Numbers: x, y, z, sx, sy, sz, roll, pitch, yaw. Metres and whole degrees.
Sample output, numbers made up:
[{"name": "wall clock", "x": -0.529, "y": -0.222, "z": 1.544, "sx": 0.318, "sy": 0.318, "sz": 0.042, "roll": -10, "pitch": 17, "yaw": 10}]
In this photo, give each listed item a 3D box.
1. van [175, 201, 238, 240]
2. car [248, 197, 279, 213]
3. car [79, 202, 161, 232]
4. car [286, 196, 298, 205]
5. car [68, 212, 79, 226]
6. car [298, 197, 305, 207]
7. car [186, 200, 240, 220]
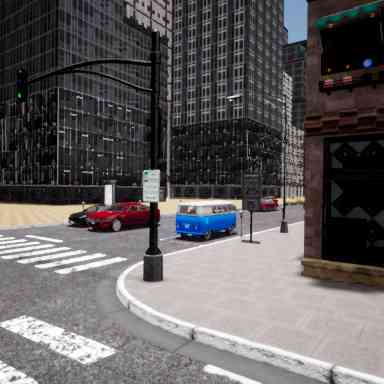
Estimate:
[{"name": "van", "x": 0.845, "y": 1.368, "z": 17.027, "sx": 1.690, "sy": 1.788, "sz": 3.998, "roll": 1, "pitch": 1, "yaw": 35}, {"name": "car", "x": 7.775, "y": 1.505, "z": 36.703, "sx": 1.895, "sy": 1.301, "sz": 4.718, "roll": 1, "pitch": 1, "yaw": 36}, {"name": "car", "x": -3.993, "y": 1.418, "z": 20.215, "sx": 1.882, "sy": 1.535, "sz": 5.008, "roll": 1, "pitch": 1, "yaw": 34}, {"name": "car", "x": 16.414, "y": 1.364, "z": 53.285, "sx": 1.752, "sy": 1.417, "sz": 4.829, "roll": 1, "pitch": 1, "yaw": 36}, {"name": "car", "x": -5.980, "y": 1.467, "z": 21.897, "sx": 1.947, "sy": 1.339, "sz": 4.313, "roll": 1, "pitch": 1, "yaw": 35}, {"name": "car", "x": 15.626, "y": 1.429, "z": 42.313, "sx": 2.128, "sy": 1.511, "sz": 4.902, "roll": 1, "pitch": 1, "yaw": 36}, {"name": "car", "x": 1.918, "y": 1.469, "z": 28.505, "sx": 2.033, "sy": 1.411, "sz": 5.357, "roll": 1, "pitch": 1, "yaw": 36}]
